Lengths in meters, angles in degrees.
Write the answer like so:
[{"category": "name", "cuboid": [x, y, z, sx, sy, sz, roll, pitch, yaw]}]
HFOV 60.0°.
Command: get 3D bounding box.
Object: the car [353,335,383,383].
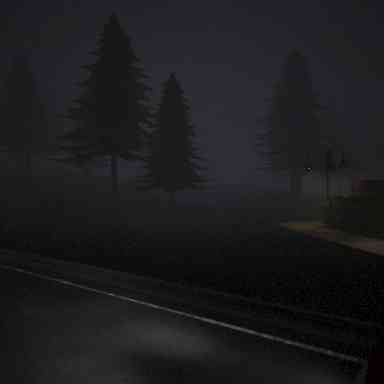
[{"category": "car", "cuboid": [3.356, 1.601, 1.586, 4.718, 1.301, 1.895, 0, 0, 36]}]
